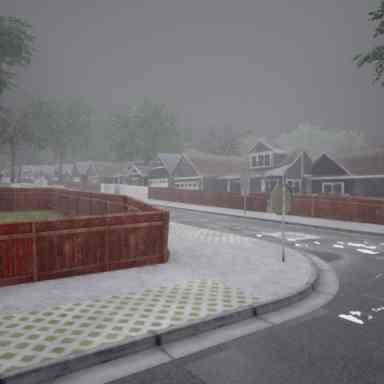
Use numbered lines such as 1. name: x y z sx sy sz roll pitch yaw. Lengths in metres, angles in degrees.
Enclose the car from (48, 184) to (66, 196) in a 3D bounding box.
1. car: -18.887 -0.314 46.705 1.882 1.535 5.008 1 2 -35
